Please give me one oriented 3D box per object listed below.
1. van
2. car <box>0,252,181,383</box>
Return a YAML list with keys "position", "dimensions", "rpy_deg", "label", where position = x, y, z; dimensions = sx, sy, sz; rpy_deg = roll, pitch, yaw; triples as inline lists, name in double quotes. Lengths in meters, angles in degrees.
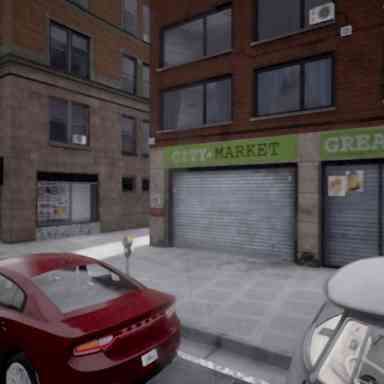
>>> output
- position: [2.366, 1.342, 1.388]
  dimensions: [3.998, 1.788, 1.690]
  rpy_deg: [0, 0, 35]
  label: "van"
- position: [-2.243, 1.540, 4.675]
  dimensions: [4.507, 1.381, 1.887]
  rpy_deg: [0, 0, 35]
  label: "car"
